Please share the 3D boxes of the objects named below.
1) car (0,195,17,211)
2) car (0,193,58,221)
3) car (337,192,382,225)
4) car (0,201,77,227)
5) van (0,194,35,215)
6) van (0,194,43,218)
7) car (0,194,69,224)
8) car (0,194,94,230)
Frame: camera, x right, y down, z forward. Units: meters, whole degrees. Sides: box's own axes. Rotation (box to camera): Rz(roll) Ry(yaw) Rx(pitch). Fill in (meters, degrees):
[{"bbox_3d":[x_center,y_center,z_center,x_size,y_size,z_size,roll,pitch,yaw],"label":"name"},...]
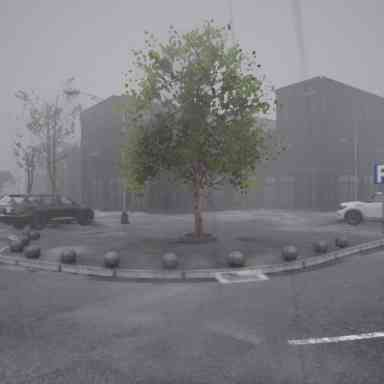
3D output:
[{"bbox_3d":[-23.528,1.293,39.275,2.185,1.767,4.553,0,0,31],"label":"car"},{"bbox_3d":[-14.321,1.157,27.663,2.435,2.045,5.566,0,0,31],"label":"car"},{"bbox_3d":[11.807,0.958,20.103,5.566,2.045,2.435,-1,0,33],"label":"car"},{"bbox_3d":[-10.619,1.433,23.036,2.163,1.488,4.792,0,0,31],"label":"car"},{"bbox_3d":[-17.947,1.187,32.416,1.878,1.987,4.442,0,0,31],"label":"van"},{"bbox_3d":[-16.102,1.185,30.103,1.878,1.987,4.442,0,0,31],"label":"van"},{"bbox_3d":[-12.476,1.155,25.349,2.435,2.045,5.566,0,0,31],"label":"car"},{"bbox_3d":[-8.769,1.151,20.780,2.435,2.045,5.566,0,0,32],"label":"car"}]
